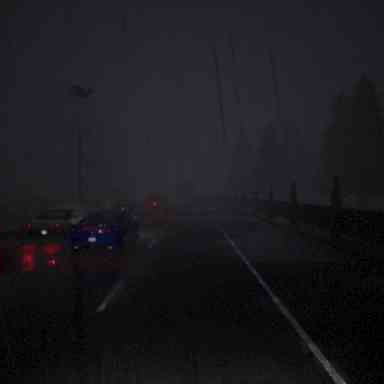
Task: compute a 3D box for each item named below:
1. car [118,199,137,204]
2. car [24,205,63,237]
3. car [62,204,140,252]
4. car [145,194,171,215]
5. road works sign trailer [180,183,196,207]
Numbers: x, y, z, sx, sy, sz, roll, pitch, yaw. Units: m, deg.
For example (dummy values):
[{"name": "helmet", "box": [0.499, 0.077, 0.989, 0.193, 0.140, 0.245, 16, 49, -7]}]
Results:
[{"name": "car", "box": [-6.956, 1.499, 35.480, 1.812, 1.442, 4.674, 0, 0, -1]}, {"name": "car", "box": [-6.899, 1.587, 17.735, 1.895, 1.301, 4.718, 0, 0, 0]}, {"name": "car", "box": [-3.399, 1.467, 13.807, 1.882, 1.535, 5.008, 0, 0, 0]}, {"name": "car", "box": [-3.407, 1.196, 33.585, 2.150, 2.045, 5.566, 0, 0, 0]}, {"name": "road works sign trailer", "box": [-0.692, 0.427, 49.316, 2.380, 3.560, 2.880, 0, 0, -10]}]
